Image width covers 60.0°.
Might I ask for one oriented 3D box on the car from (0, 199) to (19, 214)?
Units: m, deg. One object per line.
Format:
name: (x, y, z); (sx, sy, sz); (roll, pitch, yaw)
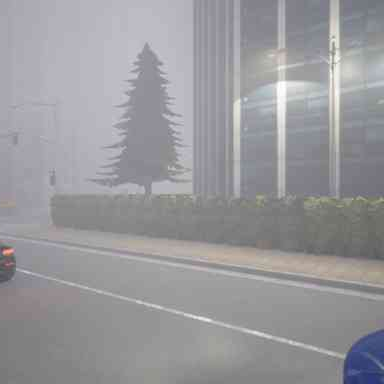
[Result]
car: (-20.177, 1.478, 33.457); (1.882, 1.535, 5.008); (0, 0, 36)

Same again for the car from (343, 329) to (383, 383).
car: (3.413, 1.478, 1.559); (5.008, 1.535, 1.882); (0, 0, 35)

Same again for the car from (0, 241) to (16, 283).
car: (-6.228, 1.526, 8.390); (4.674, 1.442, 1.812); (0, 0, 36)
